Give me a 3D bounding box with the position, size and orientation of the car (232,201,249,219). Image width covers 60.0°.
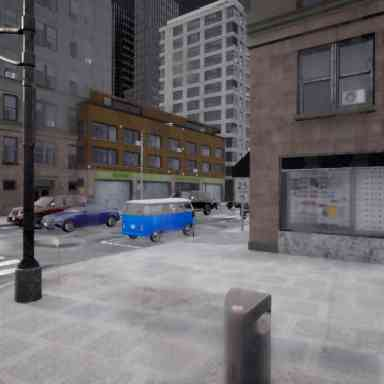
[{"bbox_3d":[5.066,1.280,24.589,2.008,1.369,4.403,1,1,35],"label":"car"}]

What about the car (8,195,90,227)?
[{"bbox_3d":[-8.368,1.123,20.344,2.192,1.841,5.009,1,1,35],"label":"car"}]

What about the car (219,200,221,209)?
[{"bbox_3d":[1.341,1.167,34.091,1.947,1.339,4.313,1,2,35],"label":"car"}]

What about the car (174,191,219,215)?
[{"bbox_3d":[-0.376,0.924,27.056,2.150,2.045,5.566,0,1,35],"label":"car"}]

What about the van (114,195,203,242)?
[{"bbox_3d":[-1.406,1.208,15.425,1.690,1.788,3.998,1,1,35],"label":"van"}]

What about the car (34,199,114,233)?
[{"bbox_3d":[-6.145,1.351,18.898,1.812,1.442,4.674,0,1,35],"label":"car"}]

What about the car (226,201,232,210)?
[{"bbox_3d":[5.485,1.178,35.344,1.895,1.301,4.718,0,1,36],"label":"car"}]
